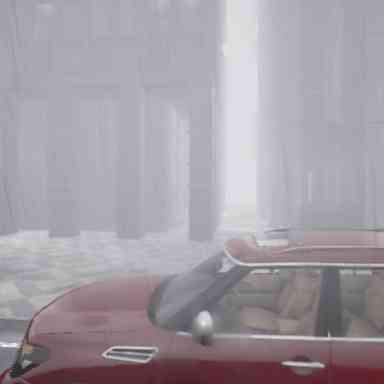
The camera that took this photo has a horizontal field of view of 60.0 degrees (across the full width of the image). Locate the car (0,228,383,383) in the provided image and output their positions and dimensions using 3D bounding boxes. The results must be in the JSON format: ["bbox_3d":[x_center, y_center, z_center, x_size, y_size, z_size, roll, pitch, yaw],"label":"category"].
[{"bbox_3d":[0.950,1.300,3.075,5.009,1.841,2.192,1,0,7],"label":"car"}]
